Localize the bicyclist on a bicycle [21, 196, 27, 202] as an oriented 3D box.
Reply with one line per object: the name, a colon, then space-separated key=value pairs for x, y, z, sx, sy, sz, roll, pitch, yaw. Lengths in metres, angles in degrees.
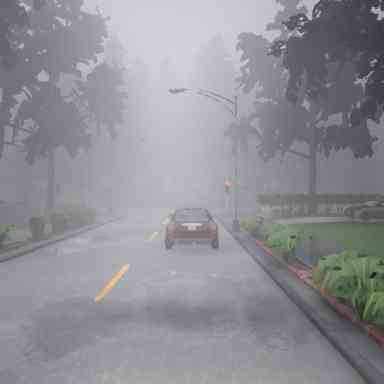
bicyclist on a bicycle: x=-24.045 y=1.347 z=47.659 sx=0.582 sy=1.620 sz=1.656 roll=0 pitch=0 yaw=0

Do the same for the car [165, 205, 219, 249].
car: x=0.000 y=1.365 z=14.620 sx=2.097 sy=1.767 sz=4.553 roll=0 pitch=0 yaw=0

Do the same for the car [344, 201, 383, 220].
car: x=13.088 y=1.298 z=23.548 sx=4.181 sy=1.381 sz=1.994 roll=0 pitch=0 yaw=0
